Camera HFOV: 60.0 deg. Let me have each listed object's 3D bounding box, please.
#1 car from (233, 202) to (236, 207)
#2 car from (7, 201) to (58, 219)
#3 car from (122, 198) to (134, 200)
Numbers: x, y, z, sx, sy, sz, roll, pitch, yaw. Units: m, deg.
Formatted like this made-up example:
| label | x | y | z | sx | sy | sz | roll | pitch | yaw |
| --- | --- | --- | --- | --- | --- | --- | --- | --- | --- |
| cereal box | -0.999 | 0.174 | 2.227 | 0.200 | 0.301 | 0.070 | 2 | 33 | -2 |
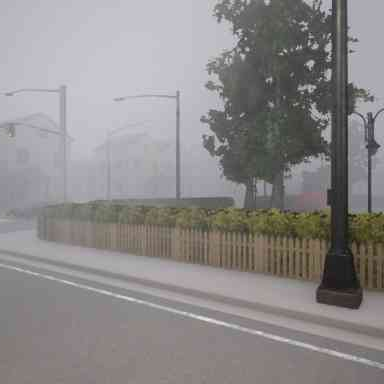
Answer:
| label | x | y | z | sx | sy | sz | roll | pitch | yaw |
| --- | --- | --- | --- | --- | --- | --- | --- | --- | --- |
| car | 4.875 | 1.564 | 49.126 | 1.994 | 1.385 | 4.181 | 0 | 0 | 35 |
| car | -13.288 | 1.547 | 29.468 | 2.033 | 1.411 | 5.357 | 0 | 0 | 35 |
| car | -7.348 | 1.491 | 38.016 | 2.128 | 1.511 | 4.902 | 0 | 0 | 35 |
